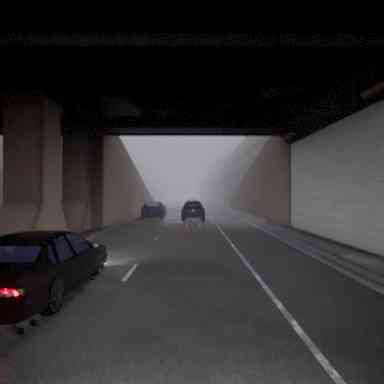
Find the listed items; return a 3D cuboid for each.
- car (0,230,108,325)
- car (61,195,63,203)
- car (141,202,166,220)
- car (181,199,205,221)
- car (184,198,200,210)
[{"bbox_3d":[-3.404,1.581,7.499,2.033,1.411,5.357,0,0,0],"label":"car"},{"bbox_3d":[-14.087,1.362,32.646,2.150,2.045,5.566,0,0,0],"label":"car"},{"bbox_3d":[-3.394,1.608,30.056,1.882,1.535,5.008,0,0,0],"label":"car"},{"bbox_3d":[0.097,1.555,28.739,2.033,1.649,4.856,0,0,0],"label":"car"},{"bbox_3d":[0.036,1.715,48.795,2.163,1.488,4.792,0,0,1],"label":"car"}]
